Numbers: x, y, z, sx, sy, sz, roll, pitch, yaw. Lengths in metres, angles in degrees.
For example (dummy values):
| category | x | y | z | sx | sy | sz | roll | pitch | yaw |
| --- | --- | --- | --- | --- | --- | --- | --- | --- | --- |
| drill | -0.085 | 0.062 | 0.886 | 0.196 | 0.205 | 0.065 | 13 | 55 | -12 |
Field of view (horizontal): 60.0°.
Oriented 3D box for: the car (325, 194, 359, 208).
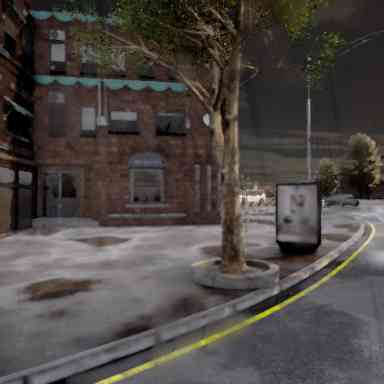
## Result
| category | x | y | z | sx | sy | sz | roll | pitch | yaw |
| --- | --- | --- | --- | --- | --- | --- | --- | --- | --- |
| car | 16.885 | 0.975 | 37.675 | 2.128 | 1.511 | 4.902 | 0 | 1 | -6 |

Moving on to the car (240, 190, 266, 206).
| category | x | y | z | sx | sy | sz | roll | pitch | yaw |
| --- | --- | --- | --- | --- | --- | --- | --- | --- | --- |
| car | 6.842 | 0.777 | 41.040 | 5.566 | 2.045 | 2.435 | 0 | -1 | -39 |
